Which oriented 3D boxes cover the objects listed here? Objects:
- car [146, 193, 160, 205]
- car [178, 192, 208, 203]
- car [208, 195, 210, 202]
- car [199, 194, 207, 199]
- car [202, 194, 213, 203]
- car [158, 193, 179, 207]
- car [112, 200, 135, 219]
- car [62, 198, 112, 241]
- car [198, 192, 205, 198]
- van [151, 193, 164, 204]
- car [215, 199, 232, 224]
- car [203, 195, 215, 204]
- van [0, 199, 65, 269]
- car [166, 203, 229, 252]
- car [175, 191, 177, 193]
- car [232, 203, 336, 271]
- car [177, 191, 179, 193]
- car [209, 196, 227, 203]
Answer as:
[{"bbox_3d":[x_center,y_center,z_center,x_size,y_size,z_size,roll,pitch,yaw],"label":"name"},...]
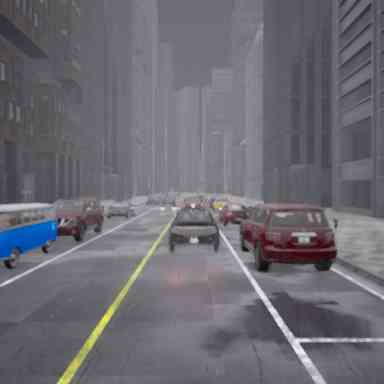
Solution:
[{"bbox_3d":[-5.755,1.156,49.845,1.967,1.590,4.097,0,0,0],"label":"car"},{"bbox_3d":[0.089,1.181,29.701,2.097,1.767,4.553,0,0,0],"label":"car"},{"bbox_3d":[3.151,1.261,42.512,1.837,1.490,4.892,0,0,0],"label":"car"},{"bbox_3d":[2.774,1.100,83.505,2.008,1.369,4.403,0,0,0],"label":"car"},{"bbox_3d":[2.771,1.179,61.240,1.752,1.417,4.829,0,0,0],"label":"car"},{"bbox_3d":[-3.082,1.250,44.710,1.837,1.490,4.892,0,0,0],"label":"car"},{"bbox_3d":[-5.758,1.393,27.408,2.008,1.369,4.403,0,0,0],"label":"car"},{"bbox_3d":[-5.760,1.221,16.188,2.192,1.841,5.009,0,0,0],"label":"car"},{"bbox_3d":[2.776,0.937,94.724,1.967,1.590,4.097,0,0,0],"label":"car"},{"bbox_3d":[-5.754,1.026,55.454,1.690,1.788,3.998,0,0,0],"label":"van"},{"bbox_3d":[2.766,1.418,21.807,1.887,1.381,4.507,0,0,0],"label":"car"},{"bbox_3d":[2.771,1.209,55.631,1.752,1.417,4.829,0,0,0],"label":"car"},{"bbox_3d":[-5.760,1.279,10.578,1.690,1.788,3.998,0,0,0],"label":"van"},{"bbox_3d":[0.083,1.412,13.570,2.128,1.511,4.902,0,0,0],"label":"car"},{"bbox_3d":[-5.750,0.963,89.111,1.967,1.590,4.097,0,0,0],"label":"car"},{"bbox_3d":[2.765,1.253,10.587,2.192,1.841,5.009,0,0,0],"label":"car"},{"bbox_3d":[-5.749,0.812,94.719,2.192,1.841,5.009,0,0,0],"label":"car"},{"bbox_3d":[3.155,1.252,35.702,1.801,1.575,5.366,0,0,0],"label":"car"}]
